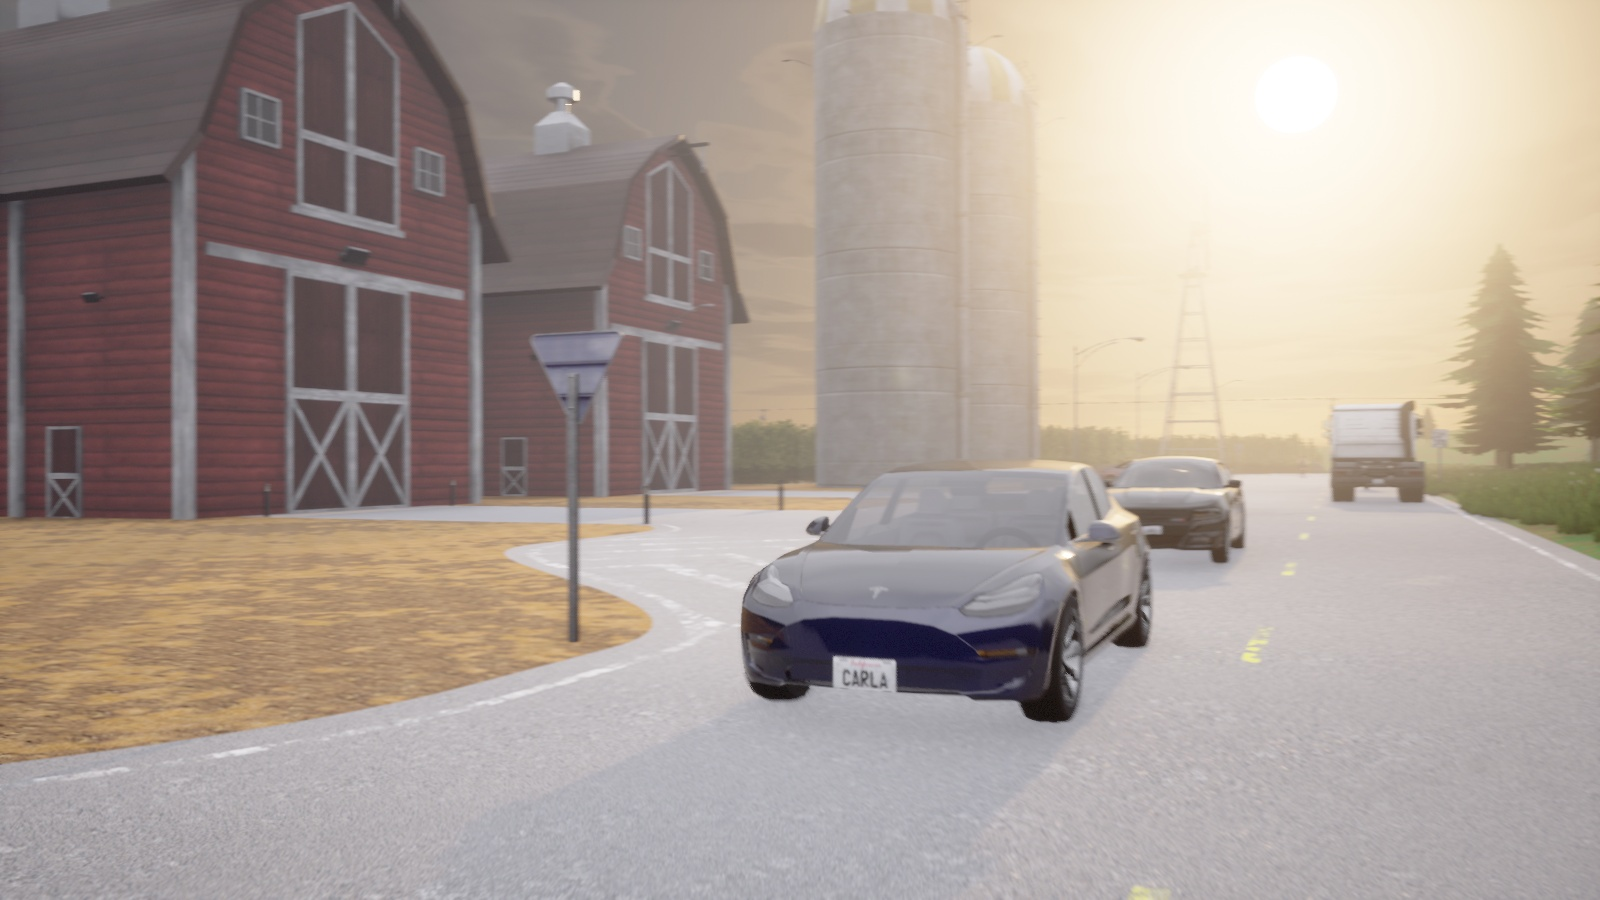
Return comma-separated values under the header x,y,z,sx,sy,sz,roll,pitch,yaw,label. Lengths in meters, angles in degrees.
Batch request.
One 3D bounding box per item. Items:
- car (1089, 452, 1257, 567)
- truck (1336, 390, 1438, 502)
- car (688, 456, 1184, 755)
x,y,z,sx,sy,sz,roll,pitch,yaw,label
5.899,0.813,19.447,1.882,1.535,5.008,-1,0,24,car
20.042,-0.100,43.178,2.891,3.462,7.936,-1,0,24,truck
1.316,0.801,8.924,2.163,1.488,4.792,-1,0,24,car
